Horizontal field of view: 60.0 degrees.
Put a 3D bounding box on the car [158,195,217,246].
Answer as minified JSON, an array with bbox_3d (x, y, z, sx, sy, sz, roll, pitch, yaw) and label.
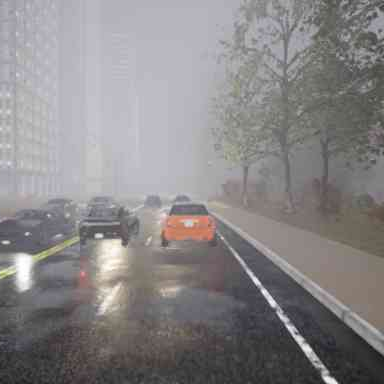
[{"bbox_3d":[-0.164,1.183,14.426,2.097,1.767,4.553,0,1,-2],"label":"car"}]

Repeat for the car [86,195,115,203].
[{"bbox_3d":[-7.291,1.053,26.798,2.097,1.767,4.553,0,1,-2],"label":"car"}]

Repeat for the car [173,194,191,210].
[{"bbox_3d":[-1.116,1.052,36.826,1.882,1.535,5.008,0,1,-3],"label":"car"}]

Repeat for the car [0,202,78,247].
[{"bbox_3d":[-6.737,1.389,14.572,2.033,1.411,5.357,0,1,-2],"label":"car"}]

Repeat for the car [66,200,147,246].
[{"bbox_3d":[-3.413,1.331,14.397,2.128,1.511,4.902,0,1,-2],"label":"car"}]

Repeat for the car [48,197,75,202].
[{"bbox_3d":[-10.531,1.216,26.537,1.837,1.490,4.892,0,0,-2],"label":"car"}]

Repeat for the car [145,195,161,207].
[{"bbox_3d":[-4.471,1.033,38.972,1.882,1.535,5.008,0,1,-3],"label":"car"}]
